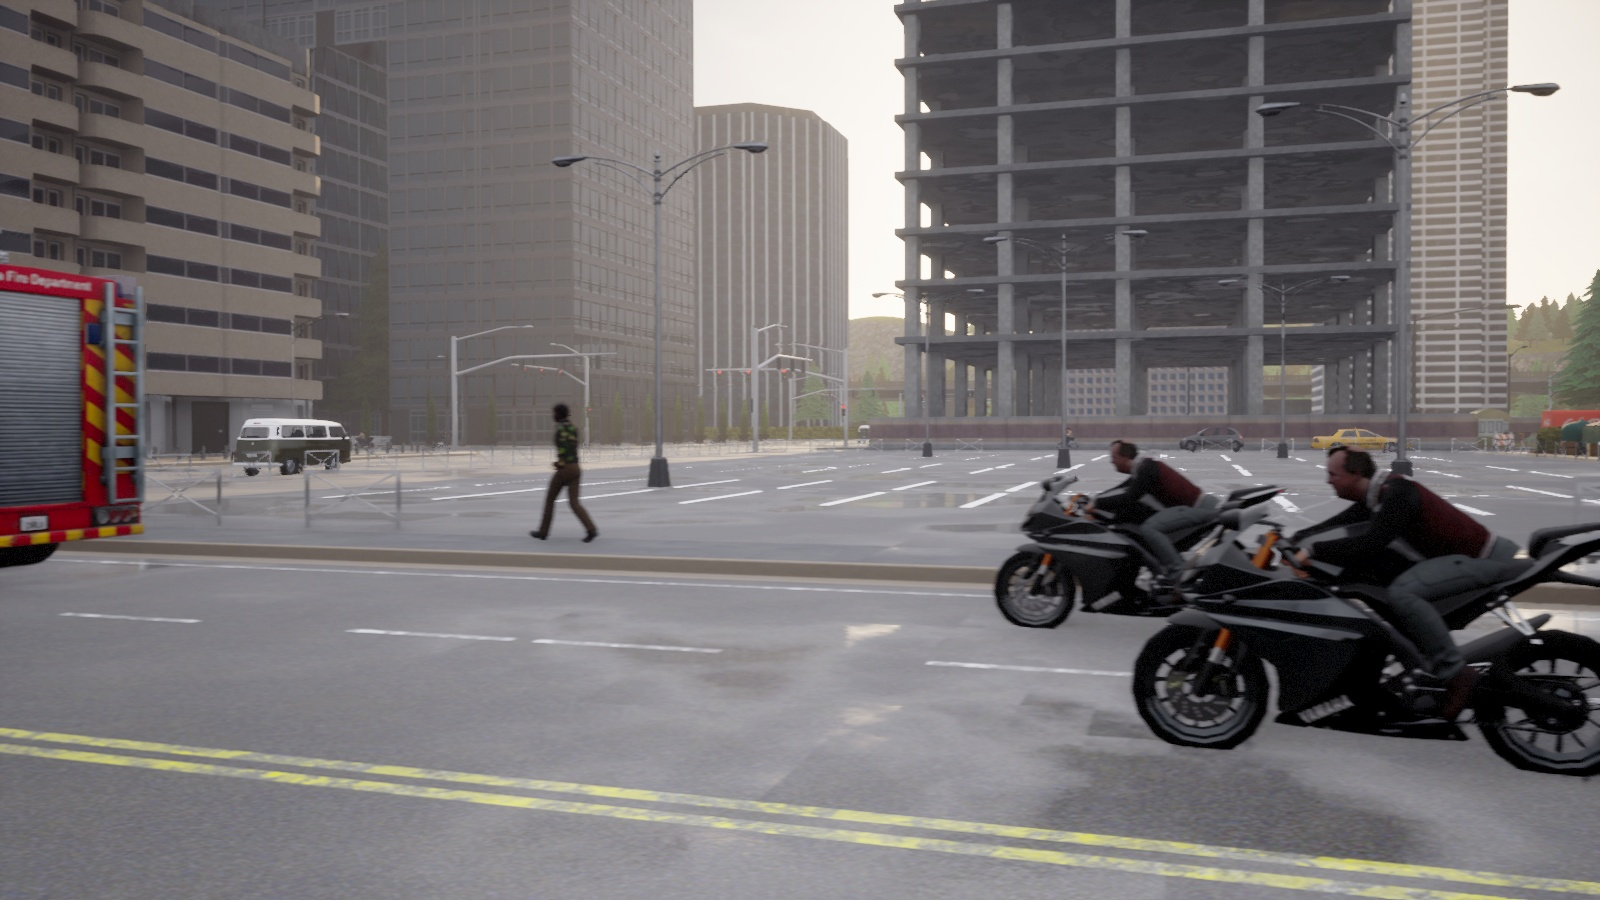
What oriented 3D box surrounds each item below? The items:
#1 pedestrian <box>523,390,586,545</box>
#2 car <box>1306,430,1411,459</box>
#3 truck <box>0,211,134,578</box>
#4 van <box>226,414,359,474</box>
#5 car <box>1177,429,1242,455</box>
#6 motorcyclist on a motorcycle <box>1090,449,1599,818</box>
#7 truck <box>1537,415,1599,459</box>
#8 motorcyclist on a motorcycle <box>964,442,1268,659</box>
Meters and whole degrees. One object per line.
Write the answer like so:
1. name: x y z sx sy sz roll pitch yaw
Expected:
1. pedestrian: -3.126 0.217 16.002 0.692 1.930 0.395 1 1 29
2. car: 32.329 -0.335 72.842 5.366 1.575 1.801 0 1 17
3. truck: -12.280 -0.619 14.656 8.468 3.827 2.891 1 1 18
4. van: -18.214 -0.244 45.288 2.069 2.038 4.480 0 1 17
5. car: 26.650 -0.541 81.856 3.988 1.617 1.851 0 1 17
6. motorcyclist on a motorcycle: 2.561 0.775 6.022 2.191 1.530 0.866 1 1 19
7. truck: 45.857 -0.713 72.432 5.204 2.467 2.627 1 1 17
8. motorcyclist on a motorcycle: 2.445 0.715 9.753 2.191 1.530 0.866 1 1 19
